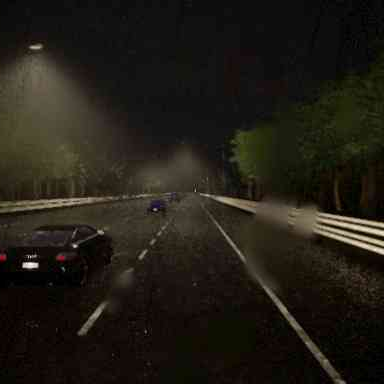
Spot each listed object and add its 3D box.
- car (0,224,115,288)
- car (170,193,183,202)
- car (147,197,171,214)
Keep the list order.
[{"bbox_3d":[-3.509,1.562,9.236,1.994,1.385,4.181,0,0,0],"label":"car"},{"bbox_3d":[-3.544,1.147,70.426,2.150,2.045,5.566,0,0,0],"label":"car"},{"bbox_3d":[-3.521,1.495,34.372,1.812,1.442,4.674,0,0,0],"label":"car"}]
